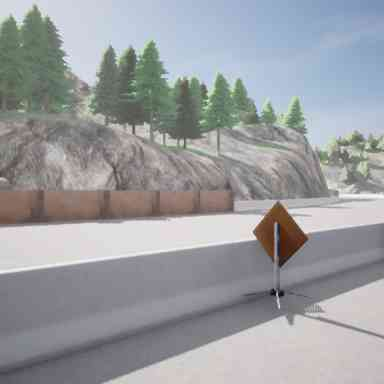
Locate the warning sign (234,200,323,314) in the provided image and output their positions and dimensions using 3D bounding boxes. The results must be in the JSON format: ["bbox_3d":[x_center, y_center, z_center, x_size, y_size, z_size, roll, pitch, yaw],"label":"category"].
[{"bbox_3d":[1.644,1.112,6.422,1.060,1.860,1.300,0,0,-37],"label":"warning sign"}]
